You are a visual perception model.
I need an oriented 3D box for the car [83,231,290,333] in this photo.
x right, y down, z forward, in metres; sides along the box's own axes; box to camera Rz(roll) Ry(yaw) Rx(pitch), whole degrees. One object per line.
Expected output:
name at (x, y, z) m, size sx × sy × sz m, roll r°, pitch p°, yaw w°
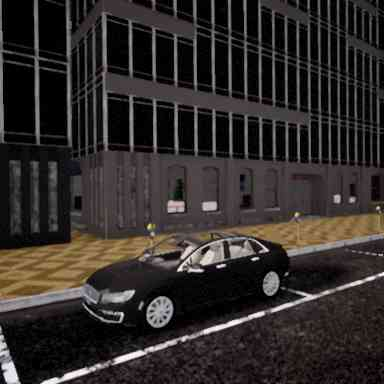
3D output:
car at (0.110, 1.504, 6.637) m, size 4.403 × 1.369 × 2.008 m, roll -1°, pitch 0°, yaw -35°
